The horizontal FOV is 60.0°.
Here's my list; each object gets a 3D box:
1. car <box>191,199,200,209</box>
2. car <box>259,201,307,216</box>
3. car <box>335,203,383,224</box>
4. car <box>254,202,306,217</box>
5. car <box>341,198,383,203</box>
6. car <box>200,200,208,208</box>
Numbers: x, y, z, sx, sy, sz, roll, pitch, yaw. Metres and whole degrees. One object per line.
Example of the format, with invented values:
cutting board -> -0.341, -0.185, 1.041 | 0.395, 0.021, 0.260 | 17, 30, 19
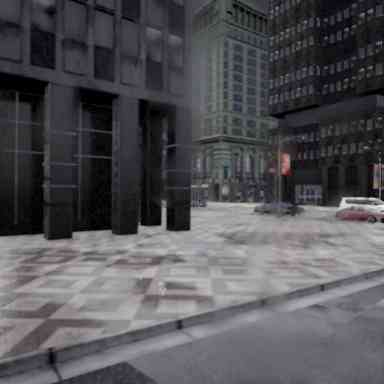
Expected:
car -> -1.393, 1.660, 50.630 | 2.097, 1.767, 4.553 | 1, 0, -35
car -> 10.610, 1.890, 39.053 | 2.033, 1.411, 5.357 | 1, 0, -35
car -> 14.334, 1.882, 28.057 | 1.994, 1.385, 4.181 | 1, 0, -35
car -> 9.028, 1.859, 35.649 | 2.033, 1.411, 5.357 | 1, 0, -35
car -> 16.431, 1.571, 30.731 | 2.150, 2.045, 5.566 | 1, 0, -35
car -> 0.562, 1.849, 53.516 | 1.837, 1.490, 4.892 | 1, -1, -34
